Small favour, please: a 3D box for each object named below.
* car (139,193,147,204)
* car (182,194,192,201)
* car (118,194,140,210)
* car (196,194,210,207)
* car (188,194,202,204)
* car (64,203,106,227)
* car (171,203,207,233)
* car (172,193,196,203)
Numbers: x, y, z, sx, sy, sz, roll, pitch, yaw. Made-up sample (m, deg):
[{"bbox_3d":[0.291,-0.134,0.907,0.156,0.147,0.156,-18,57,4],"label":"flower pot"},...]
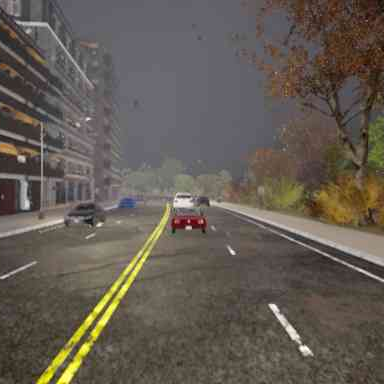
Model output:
[{"bbox_3d":[-9.049,1.056,57.848,2.097,1.767,4.553,0,0,-5],"label":"car"},{"bbox_3d":[-1.264,1.313,77.852,1.882,1.535,5.008,0,0,-7],"label":"car"},{"bbox_3d":[-7.927,1.409,41.253,1.882,1.535,5.008,0,0,-3],"label":"car"},{"bbox_3d":[1.512,1.405,48.966,1.837,1.490,4.892,0,-1,-4],"label":"car"},{"bbox_3d":[0.501,1.229,60.814,2.097,1.767,4.553,0,0,-5],"label":"car"},{"bbox_3d":[-7.033,1.493,22.391,1.812,1.442,4.674,0,0,-2],"label":"car"},{"bbox_3d":[-0.231,1.569,19.449,1.895,1.301,4.718,0,0,-2],"label":"car"},{"bbox_3d":[-1.027,1.153,37.938,2.150,2.045,5.566,0,0,-3],"label":"car"}]
